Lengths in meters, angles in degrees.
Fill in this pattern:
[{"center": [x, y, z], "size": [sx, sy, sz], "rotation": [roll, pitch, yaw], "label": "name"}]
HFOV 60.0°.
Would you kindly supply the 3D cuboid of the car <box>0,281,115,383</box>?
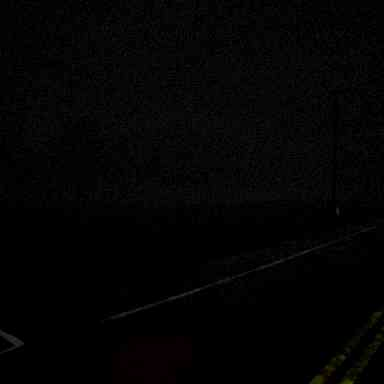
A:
[{"center": [-2.828, 1.458, 1.970], "size": [1.837, 1.490, 4.892], "rotation": [1, 1, 44], "label": "car"}]
